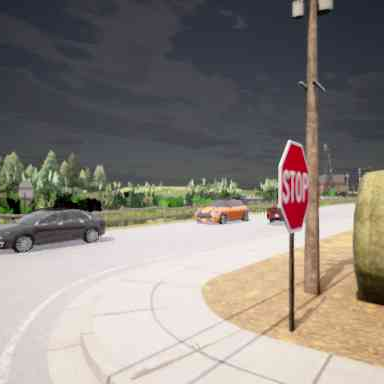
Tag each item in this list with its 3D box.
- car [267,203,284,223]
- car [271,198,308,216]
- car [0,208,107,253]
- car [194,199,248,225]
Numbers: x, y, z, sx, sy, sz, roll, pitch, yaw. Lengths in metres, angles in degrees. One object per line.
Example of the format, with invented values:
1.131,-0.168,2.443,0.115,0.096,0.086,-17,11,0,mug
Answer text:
7.202,1.432,24.203,1.882,1.535,5.008,0,0,38,car
9.954,1.455,33.680,1.837,1.490,4.892,0,0,38,car
-5.825,1.454,13.649,1.837,1.490,4.892,0,0,38,car
2.166,1.302,23.808,2.097,1.767,4.553,0,0,38,car
